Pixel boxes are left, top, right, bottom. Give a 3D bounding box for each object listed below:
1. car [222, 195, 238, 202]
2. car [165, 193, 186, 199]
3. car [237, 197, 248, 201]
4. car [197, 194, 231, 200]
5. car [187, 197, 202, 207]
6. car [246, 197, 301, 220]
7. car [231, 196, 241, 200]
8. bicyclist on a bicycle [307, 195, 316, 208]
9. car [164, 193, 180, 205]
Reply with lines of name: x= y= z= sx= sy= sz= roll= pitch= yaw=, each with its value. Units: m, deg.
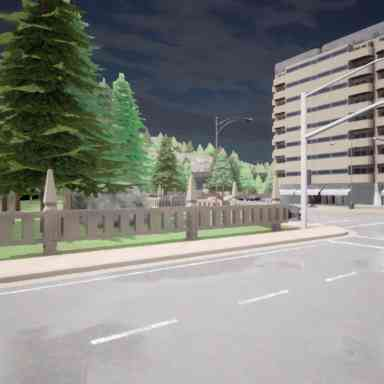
car: x=8.588 y=1.469 z=75.176 sx=1.812 sy=1.442 sz=4.674 roll=0 pitch=0 yaw=32
car: x=-1.873 y=1.166 z=44.872 sx=2.150 sy=2.045 sz=5.566 roll=0 pitch=0 yaw=-14
car: x=7.085 y=1.492 z=33.343 sx=2.033 sy=1.411 sz=5.357 roll=0 pitch=0 yaw=-33
car: x=2.636 y=1.422 z=42.188 sx=1.882 sy=1.535 sz=5.008 roll=0 pitch=0 yaw=-20
car: x=0.273 y=1.545 z=52.071 sx=1.895 sy=1.301 sz=4.718 roll=0 pitch=0 yaw=-5
car: x=7.066 y=1.436 z=27.161 sx=2.128 sy=1.511 sz=4.902 roll=0 pitch=0 yaw=-33
car: x=9.239 y=1.492 z=67.906 sx=2.033 sy=1.411 sz=5.357 roll=0 pitch=0 yaw=20
bicyclist on a bicycle: x=15.306 y=1.245 z=42.449 sx=1.656 sy=1.620 sz=0.582 roll=0 pitch=0 yaw=-29
car: x=-3.363 y=1.168 z=56.885 sx=2.150 sy=2.045 sz=5.566 roll=0 pitch=0 yaw=1
